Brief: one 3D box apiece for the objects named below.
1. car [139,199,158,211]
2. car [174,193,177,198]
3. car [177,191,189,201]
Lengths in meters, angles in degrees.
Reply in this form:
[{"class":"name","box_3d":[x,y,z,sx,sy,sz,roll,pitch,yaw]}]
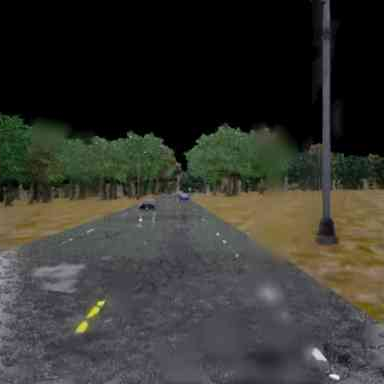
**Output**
[{"class":"car","box_3d":[-5.008,1.477,38.410,1.895,1.301,4.718,0,0,-3]},{"class":"car","box_3d":[-3.636,0.870,87.104,1.895,1.301,4.718,0,1,-1]},{"class":"car","box_3d":[-1.596,1.093,68.301,1.882,1.535,5.008,0,1,-3]}]
